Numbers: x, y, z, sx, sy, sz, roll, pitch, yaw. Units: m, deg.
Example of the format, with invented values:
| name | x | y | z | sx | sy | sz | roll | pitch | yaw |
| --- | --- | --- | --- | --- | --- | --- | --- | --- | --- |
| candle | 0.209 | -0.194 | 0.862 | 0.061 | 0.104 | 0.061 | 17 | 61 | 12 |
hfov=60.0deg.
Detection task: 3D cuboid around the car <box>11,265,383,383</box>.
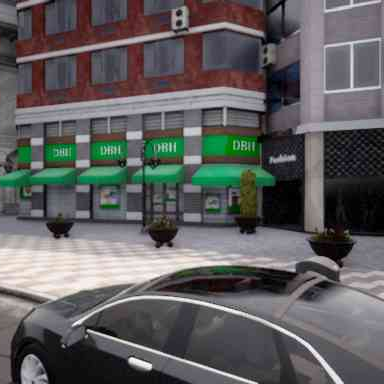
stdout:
| name | x | y | z | sx | sy | sz | roll | pitch | yaw |
| --- | --- | --- | --- | --- | --- | --- | --- | --- | --- |
| car | 0.152 | 1.504 | 3.182 | 4.892 | 1.490 | 1.837 | 0 | 0 | 36 |
